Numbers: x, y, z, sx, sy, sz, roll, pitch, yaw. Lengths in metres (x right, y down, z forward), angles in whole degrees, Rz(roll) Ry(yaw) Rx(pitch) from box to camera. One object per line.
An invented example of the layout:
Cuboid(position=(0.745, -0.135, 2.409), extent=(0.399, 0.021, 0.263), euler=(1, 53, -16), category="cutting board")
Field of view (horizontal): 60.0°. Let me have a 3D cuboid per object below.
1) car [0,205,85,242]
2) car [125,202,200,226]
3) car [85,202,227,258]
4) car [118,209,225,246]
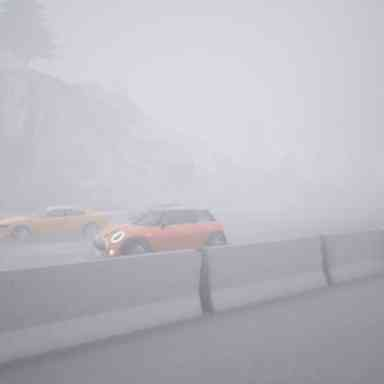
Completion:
Cuboid(position=(-6.634, 1.438, 16.229), extent=(5.008, 1.535, 1.882), euler=(0, 0, -34), category="car")
Cuboid(position=(-2.041, 1.471, 23.285), extent=(4.892, 1.490, 1.837), euler=(1, 0, -31), category="car")
Cuboid(position=(-1.040, 1.334, 11.528), extent=(4.553, 1.767, 2.097), euler=(0, 0, -32), category="car")
Cuboid(position=(-0.912, 1.578, 15.771), extent=(4.718, 1.301, 1.895), euler=(0, 0, -32), category="car")
